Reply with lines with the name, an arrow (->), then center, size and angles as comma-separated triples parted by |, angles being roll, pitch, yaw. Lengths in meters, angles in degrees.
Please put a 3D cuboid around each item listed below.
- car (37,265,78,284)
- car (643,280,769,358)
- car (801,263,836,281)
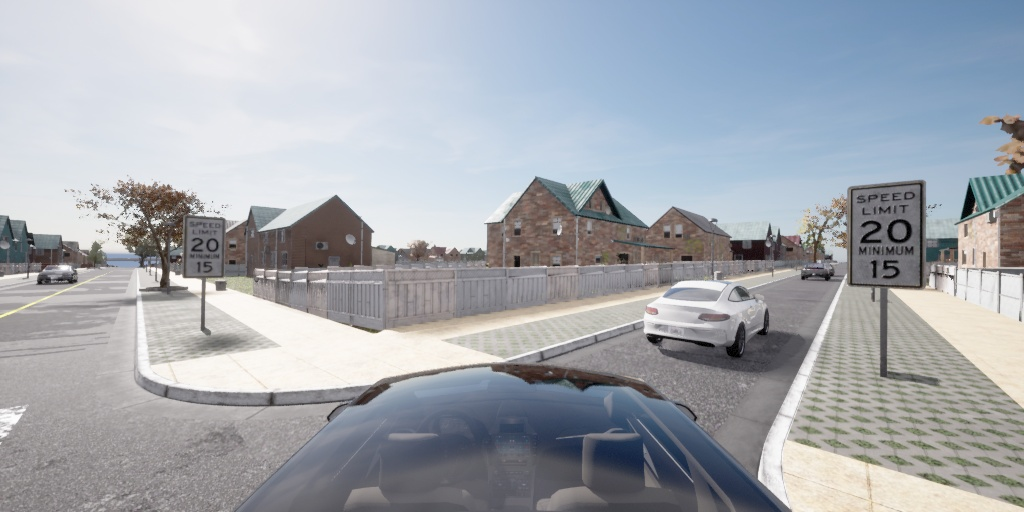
car -> -38.665, 1.565, 30.607 | 4.902, 1.511, 2.128 | -1, -2, 44
car -> 4.776, 1.293, 8.632 | 1.812, 1.442, 4.674 | 0, 0, 44
car -> 27.212, 1.370, 32.062 | 2.128, 1.511, 4.902 | 0, 0, 44
